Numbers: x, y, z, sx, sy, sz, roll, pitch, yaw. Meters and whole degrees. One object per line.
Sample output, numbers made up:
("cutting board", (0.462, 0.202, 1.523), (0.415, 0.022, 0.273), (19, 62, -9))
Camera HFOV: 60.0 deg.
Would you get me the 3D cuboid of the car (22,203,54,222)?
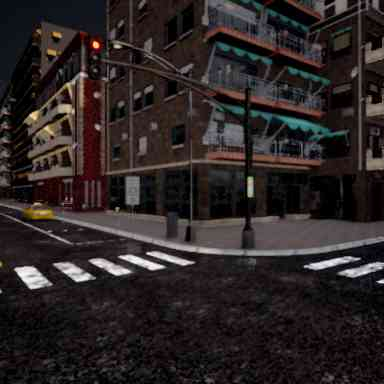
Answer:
("car", (-12.303, 1.556, 26.398), (1.752, 1.417, 4.829), (0, 0, -36))
